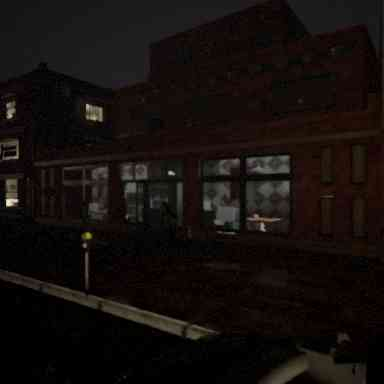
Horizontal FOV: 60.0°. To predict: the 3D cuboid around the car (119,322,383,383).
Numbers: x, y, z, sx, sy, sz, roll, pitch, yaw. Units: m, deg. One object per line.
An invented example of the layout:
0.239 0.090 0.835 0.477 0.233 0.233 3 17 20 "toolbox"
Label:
1.303 1.566 1.946 4.313 1.339 1.947 0 0 35 "car"
